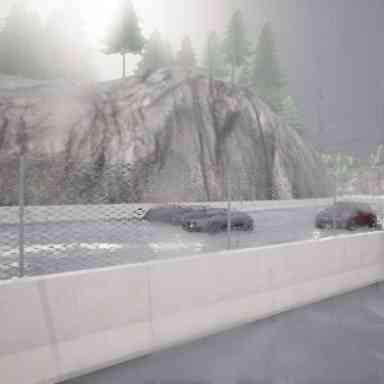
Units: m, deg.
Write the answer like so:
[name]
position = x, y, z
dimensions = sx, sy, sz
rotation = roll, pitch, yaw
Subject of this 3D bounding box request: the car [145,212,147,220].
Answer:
[car]
position = -1.481, 1.554, 25.004
dimensions = 4.181, 1.385, 1.994
rotation = 0, 0, -39
